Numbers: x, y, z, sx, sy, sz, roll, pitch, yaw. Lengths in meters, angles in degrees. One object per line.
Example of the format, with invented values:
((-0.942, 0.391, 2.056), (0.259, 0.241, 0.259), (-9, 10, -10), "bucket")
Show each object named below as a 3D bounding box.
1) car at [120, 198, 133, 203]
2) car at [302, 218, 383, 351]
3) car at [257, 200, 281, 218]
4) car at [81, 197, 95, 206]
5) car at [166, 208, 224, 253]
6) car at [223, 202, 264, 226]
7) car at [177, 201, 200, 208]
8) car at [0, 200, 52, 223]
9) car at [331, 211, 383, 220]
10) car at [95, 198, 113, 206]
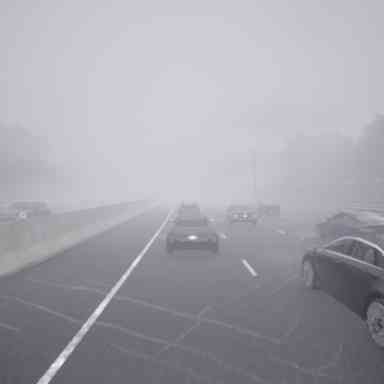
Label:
((-12.225, 1.833, 62.714), (1.994, 1.385, 4.181), (0, -1, -2), "car")
((3.563, 1.494, 6.136), (2.128, 1.511, 4.902), (0, 0, 0), "car")
((6.679, 1.504, 30.716), (1.882, 1.535, 5.008), (0, 0, -1), "car")
((-19.205, 1.748, 62.252), (1.882, 1.535, 5.008), (0, -1, -2), "car")
((0.001, 1.576, 13.741), (1.994, 1.385, 4.181), (0, 0, -1), "car")
((3.346, 1.568, 23.723), (2.033, 1.411, 5.357), (0, 0, -1), "car")
((-0.283, 1.519, 29.140), (2.128, 1.511, 4.902), (0, 0, -1), "car")
((-10.815, 1.375, 21.507), (2.097, 1.767, 4.553), (0, 0, -1), "car")
((6.995, 1.536, 14.332), (1.812, 1.442, 4.674), (0, 0, -1), "car")
((-15.612, 1.772, 60.286), (1.812, 1.442, 4.674), (0, -1, -2), "car")
